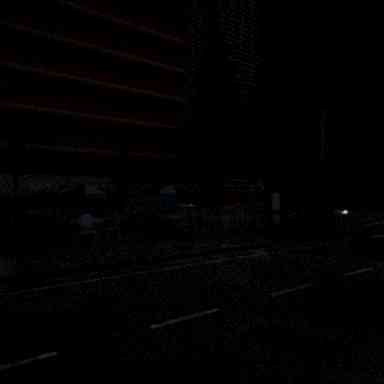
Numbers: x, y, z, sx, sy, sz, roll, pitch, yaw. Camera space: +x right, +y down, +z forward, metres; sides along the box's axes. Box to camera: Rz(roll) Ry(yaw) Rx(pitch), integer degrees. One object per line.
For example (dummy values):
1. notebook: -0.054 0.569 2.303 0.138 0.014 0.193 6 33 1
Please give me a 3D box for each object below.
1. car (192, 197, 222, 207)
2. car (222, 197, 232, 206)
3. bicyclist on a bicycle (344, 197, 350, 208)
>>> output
1. car: 2.201 1.731 56.894 2.033 1.411 5.357 0 0 -36
2. car: 5.031 1.684 58.955 2.128 1.511 4.902 0 0 -36
3. bicyclist on a bicycle: 22.301 1.493 47.780 1.656 1.620 0.582 0 0 -36
